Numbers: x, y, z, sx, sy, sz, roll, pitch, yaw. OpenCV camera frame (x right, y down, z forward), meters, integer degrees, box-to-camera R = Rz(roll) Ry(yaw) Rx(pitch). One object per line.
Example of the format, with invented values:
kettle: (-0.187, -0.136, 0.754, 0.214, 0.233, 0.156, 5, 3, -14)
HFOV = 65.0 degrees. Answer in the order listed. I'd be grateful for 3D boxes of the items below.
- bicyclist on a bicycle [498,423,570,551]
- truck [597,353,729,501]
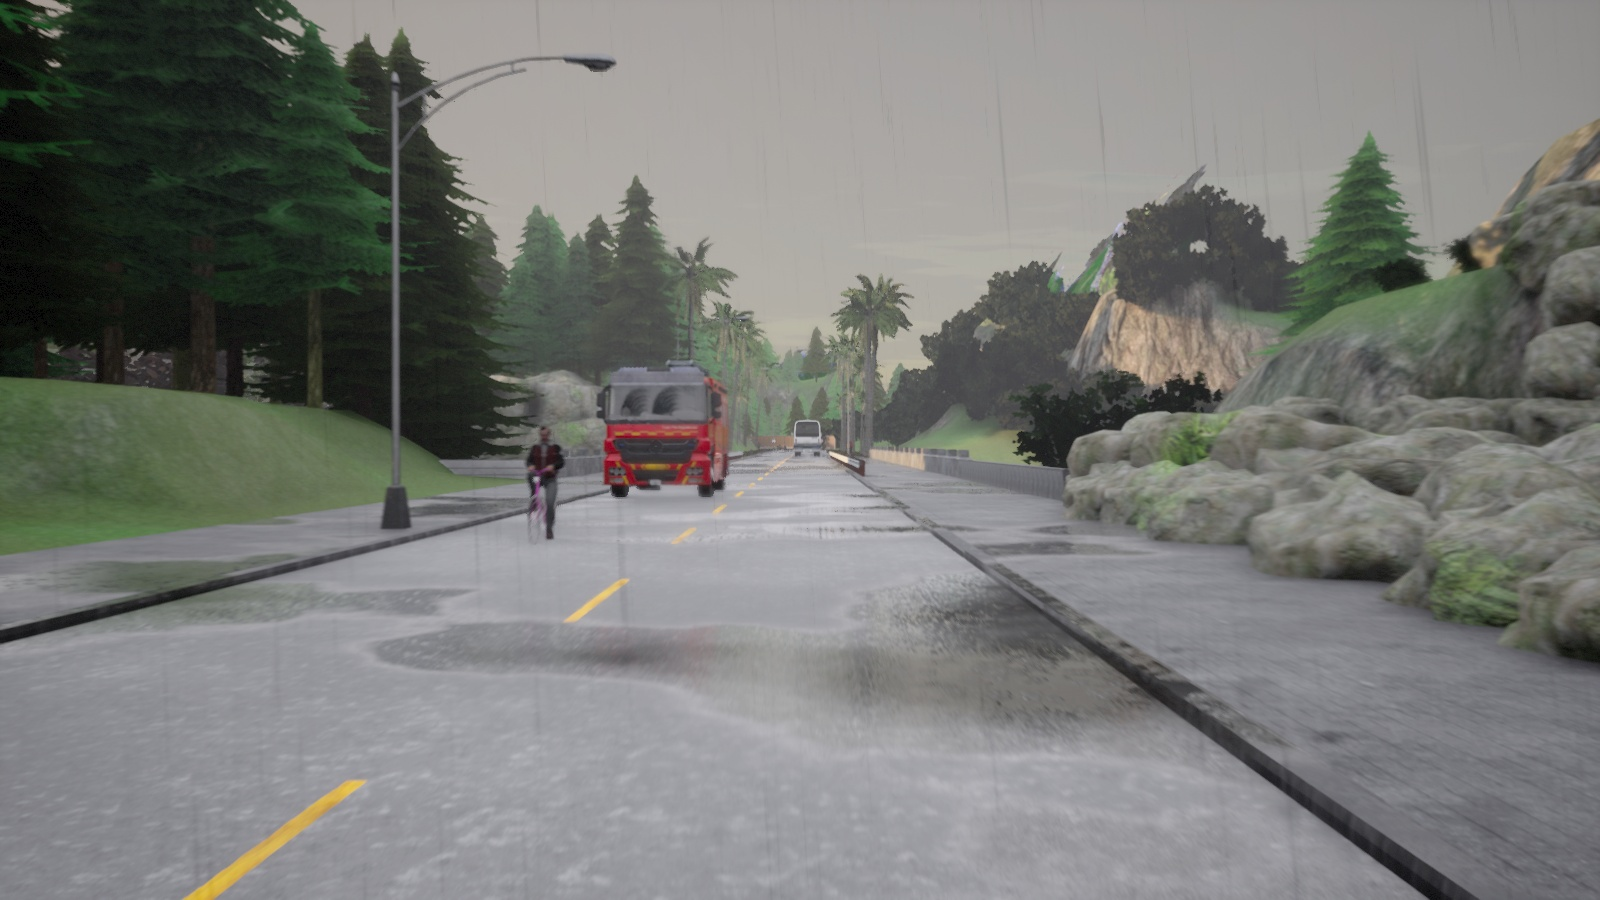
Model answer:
bicyclist on a bicycle: (-3.880, 0.515, 18.445, 0.659, 1.776, 1.843, 0, 0, 0)
truck: (-3.777, -0.618, 36.662, 2.891, 3.827, 8.468, 0, 0, 0)
